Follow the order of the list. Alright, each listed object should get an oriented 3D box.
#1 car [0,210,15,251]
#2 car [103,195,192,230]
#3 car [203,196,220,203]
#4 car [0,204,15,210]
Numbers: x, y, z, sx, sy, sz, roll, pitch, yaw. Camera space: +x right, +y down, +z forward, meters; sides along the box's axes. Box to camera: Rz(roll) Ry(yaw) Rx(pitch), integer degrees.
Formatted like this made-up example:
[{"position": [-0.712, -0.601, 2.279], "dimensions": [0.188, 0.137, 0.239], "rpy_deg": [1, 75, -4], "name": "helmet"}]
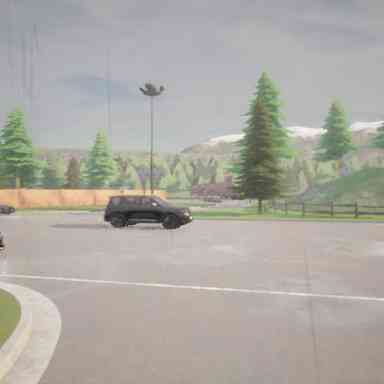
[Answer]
[{"position": [-8.936, 1.492, 11.525], "dimensions": [4.902, 1.511, 2.128], "rpy_deg": [0, 0, 13], "name": "car"}, {"position": [-2.784, 1.219, 20.908], "dimensions": [5.566, 2.045, 2.150], "rpy_deg": [0, 0, 13], "name": "car"}, {"position": [3.983, 1.552, 67.885], "dimensions": [1.994, 1.385, 4.181], "rpy_deg": [0, 0, -33], "name": "car"}, {"position": [-19.213, 1.565, 31.661], "dimensions": [4.181, 1.385, 1.994], "rpy_deg": [0, 0, -8], "name": "car"}]
